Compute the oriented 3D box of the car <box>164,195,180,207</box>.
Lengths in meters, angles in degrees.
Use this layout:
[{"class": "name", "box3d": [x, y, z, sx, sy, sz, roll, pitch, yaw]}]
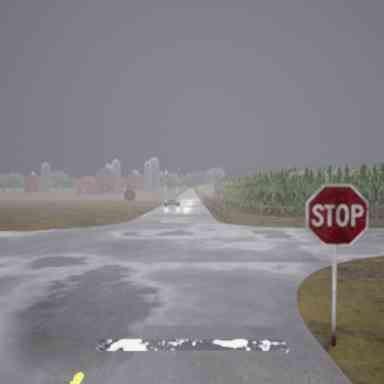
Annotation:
[{"class": "car", "box3d": [-2.743, 1.140, 46.313, 2.097, 1.767, 4.553, 0, 0, 0]}]
